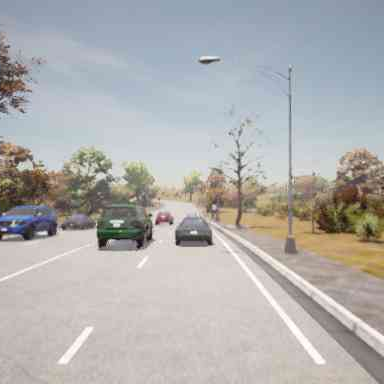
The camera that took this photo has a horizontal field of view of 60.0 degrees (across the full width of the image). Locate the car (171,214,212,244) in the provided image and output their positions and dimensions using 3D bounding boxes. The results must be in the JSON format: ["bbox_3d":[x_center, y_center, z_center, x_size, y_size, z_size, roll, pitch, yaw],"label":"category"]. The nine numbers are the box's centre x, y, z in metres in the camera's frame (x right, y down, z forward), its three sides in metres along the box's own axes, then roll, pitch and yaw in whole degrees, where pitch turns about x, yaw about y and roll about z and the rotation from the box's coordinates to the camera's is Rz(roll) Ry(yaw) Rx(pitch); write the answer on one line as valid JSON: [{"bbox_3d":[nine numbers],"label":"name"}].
[{"bbox_3d":[0.090,2.119,18.831,1.994,1.385,4.181,0,-3,0],"label":"car"}]

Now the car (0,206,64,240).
[{"bbox_3d":[-10.600,1.917,21.532,2.150,2.045,5.566,0,-3,0],"label":"car"}]

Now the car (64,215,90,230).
[{"bbox_3d":[-10.594,2.807,31.140,1.994,1.385,4.181,0,-3,0],"label":"car"}]

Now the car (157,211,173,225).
[{"bbox_3d":[-3.495,3.281,43.061,2.097,1.767,4.553,0,-3,0],"label":"car"}]

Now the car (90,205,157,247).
[{"bbox_3d":[-3.409,1.722,17.722,2.150,2.045,5.566,0,-3,0],"label":"car"}]
